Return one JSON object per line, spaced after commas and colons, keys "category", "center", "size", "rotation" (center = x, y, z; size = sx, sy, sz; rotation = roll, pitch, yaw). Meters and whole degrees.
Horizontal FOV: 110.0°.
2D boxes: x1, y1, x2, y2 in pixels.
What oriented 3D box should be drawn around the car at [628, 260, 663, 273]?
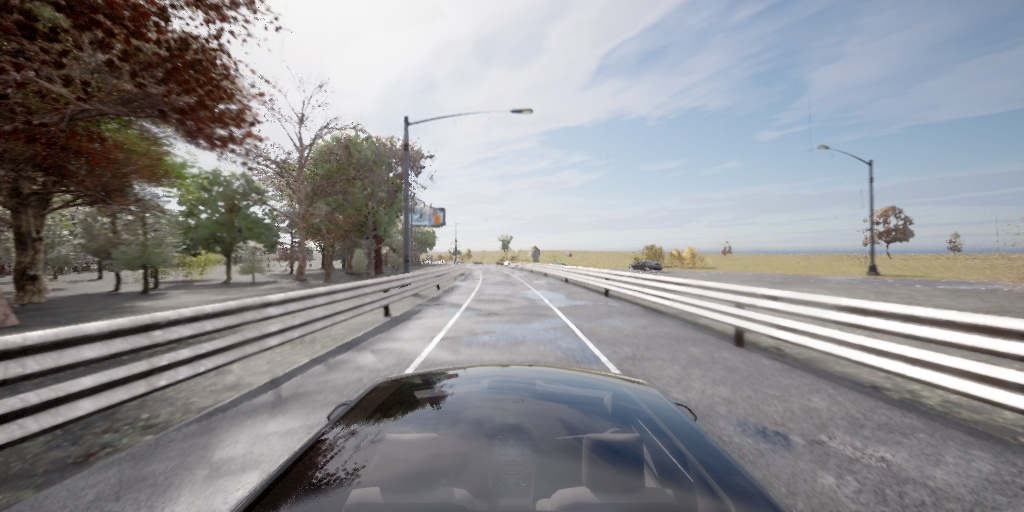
{"category": "car", "center": [16.847, 1.298, 45.509], "size": [1.837, 1.490, 4.892], "rotation": [0, 0, -22]}
